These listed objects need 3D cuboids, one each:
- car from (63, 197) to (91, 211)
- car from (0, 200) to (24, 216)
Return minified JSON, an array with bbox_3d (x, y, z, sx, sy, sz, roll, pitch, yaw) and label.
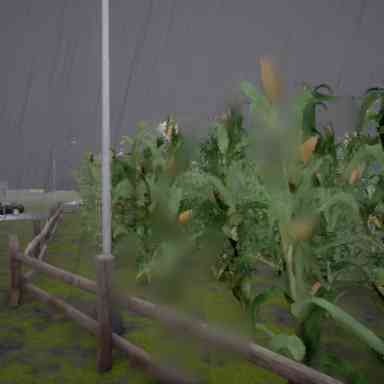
[{"bbox_3d":[-12.537,1.332,38.125,1.812,1.442,4.674,-1,1,29],"label":"car"},{"bbox_3d":[-17.579,1.447,29.548,1.882,1.535,5.008,-1,0,32],"label":"car"}]
